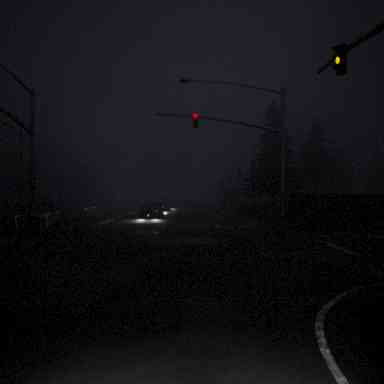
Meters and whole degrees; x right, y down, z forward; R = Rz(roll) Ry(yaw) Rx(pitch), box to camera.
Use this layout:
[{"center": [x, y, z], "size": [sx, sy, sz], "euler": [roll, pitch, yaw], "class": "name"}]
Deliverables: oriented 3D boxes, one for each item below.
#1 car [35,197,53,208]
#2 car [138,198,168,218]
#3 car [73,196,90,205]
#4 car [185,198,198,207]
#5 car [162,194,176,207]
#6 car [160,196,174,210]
[{"center": [-20.614, 1.413, 45.557], "size": [1.970, 1.475, 3.806], "euler": [0, 0, 0], "class": "car"}, {"center": [-3.671, 1.567, 30.521], "size": [2.033, 1.411, 5.357], "euler": [0, 0, 0], "class": "car"}, {"center": [-17.578, 1.407, 52.955], "size": [1.845, 1.501, 3.633], "euler": [0, 0, 0], "class": "car"}, {"center": [-0.118, 1.633, 51.173], "size": [1.895, 1.301, 4.718], "euler": [0, 0, 0], "class": "car"}, {"center": [-3.659, 1.254, 50.980], "size": [2.150, 2.045, 5.566], "euler": [0, 0, -2], "class": "car"}, {"center": [-3.688, 1.573, 40.626], "size": [2.033, 1.411, 5.357], "euler": [0, 0, 0], "class": "car"}]
